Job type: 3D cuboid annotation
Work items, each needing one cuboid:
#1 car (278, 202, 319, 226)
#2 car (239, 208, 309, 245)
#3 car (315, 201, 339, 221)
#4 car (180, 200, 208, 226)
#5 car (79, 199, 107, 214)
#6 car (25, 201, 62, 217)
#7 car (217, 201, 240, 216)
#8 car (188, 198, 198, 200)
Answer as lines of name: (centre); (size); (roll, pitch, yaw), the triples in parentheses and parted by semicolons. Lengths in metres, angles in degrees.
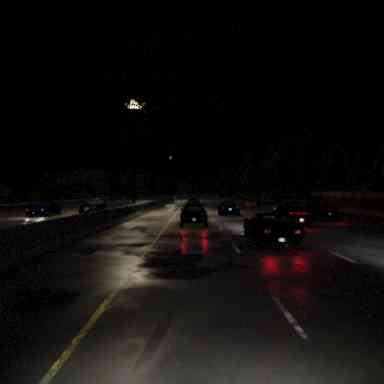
car: (7.134, 1.548, 24.037); (1.837, 1.490, 4.892); (0, 0, 0)
car: (3.621, 1.628, 15.574); (1.895, 1.301, 4.718); (0, 0, 0)
car: (10.640, 1.526, 28.109); (1.882, 1.535, 5.008); (0, 0, 0)
car: (0.128, 1.564, 23.397); (1.812, 1.442, 4.674); (0, 0, 0)
car: (-10.451, 1.550, 35.431); (2.128, 1.511, 4.902); (0, 0, 0)
car: (-13.990, 1.573, 31.697); (1.812, 1.442, 4.674); (0, 0, 1)
car: (3.650, 1.621, 33.782); (1.994, 1.385, 4.181); (0, 0, 0)
car: (0.163, 1.577, 42.851); (1.837, 1.490, 4.892); (0, 0, 0)
